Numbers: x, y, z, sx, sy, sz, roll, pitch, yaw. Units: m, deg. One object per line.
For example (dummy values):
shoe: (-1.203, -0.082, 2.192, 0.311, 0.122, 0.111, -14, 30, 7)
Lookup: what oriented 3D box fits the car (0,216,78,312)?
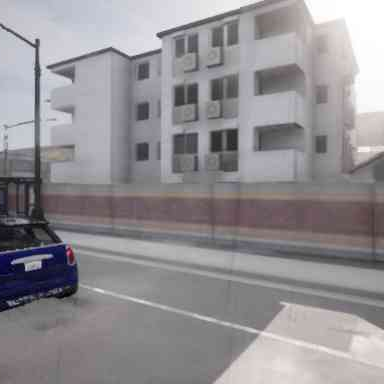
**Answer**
car: (-4.497, 1.284, 6.990, 4.553, 1.767, 2.097, 0, 0, 35)
